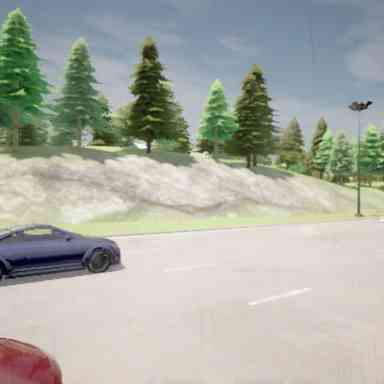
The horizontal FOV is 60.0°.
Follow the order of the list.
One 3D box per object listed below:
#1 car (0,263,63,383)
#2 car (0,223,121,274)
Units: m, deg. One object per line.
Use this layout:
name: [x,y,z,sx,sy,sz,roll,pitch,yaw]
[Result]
car: [-3.054,1.501,1.567,4.674,1.442,1.812,1,0,-36]
car: [-4.165,1.591,9.375,4.181,1.385,1.994,1,-1,-36]
